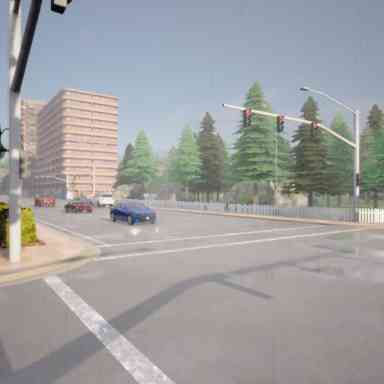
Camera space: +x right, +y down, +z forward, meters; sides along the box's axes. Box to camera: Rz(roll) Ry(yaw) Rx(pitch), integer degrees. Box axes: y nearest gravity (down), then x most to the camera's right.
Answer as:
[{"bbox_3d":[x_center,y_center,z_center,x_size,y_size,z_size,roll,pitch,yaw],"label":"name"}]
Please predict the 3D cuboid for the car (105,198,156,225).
[{"bbox_3d":[-4.385,1.477,24.301,1.882,1.535,5.008,0,0,-35],"label":"car"}]

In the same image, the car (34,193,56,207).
[{"bbox_3d":[-22.256,1.210,50.224,2.150,2.045,5.566,0,0,-35],"label":"car"}]

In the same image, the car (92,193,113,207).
[{"bbox_3d":[-13.626,1.221,50.145,2.150,2.045,5.566,0,0,-34],"label":"car"}]

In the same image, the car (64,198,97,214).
[{"bbox_3d":[-12.104,1.601,35.430,1.895,1.301,4.718,0,0,-35],"label":"car"}]
